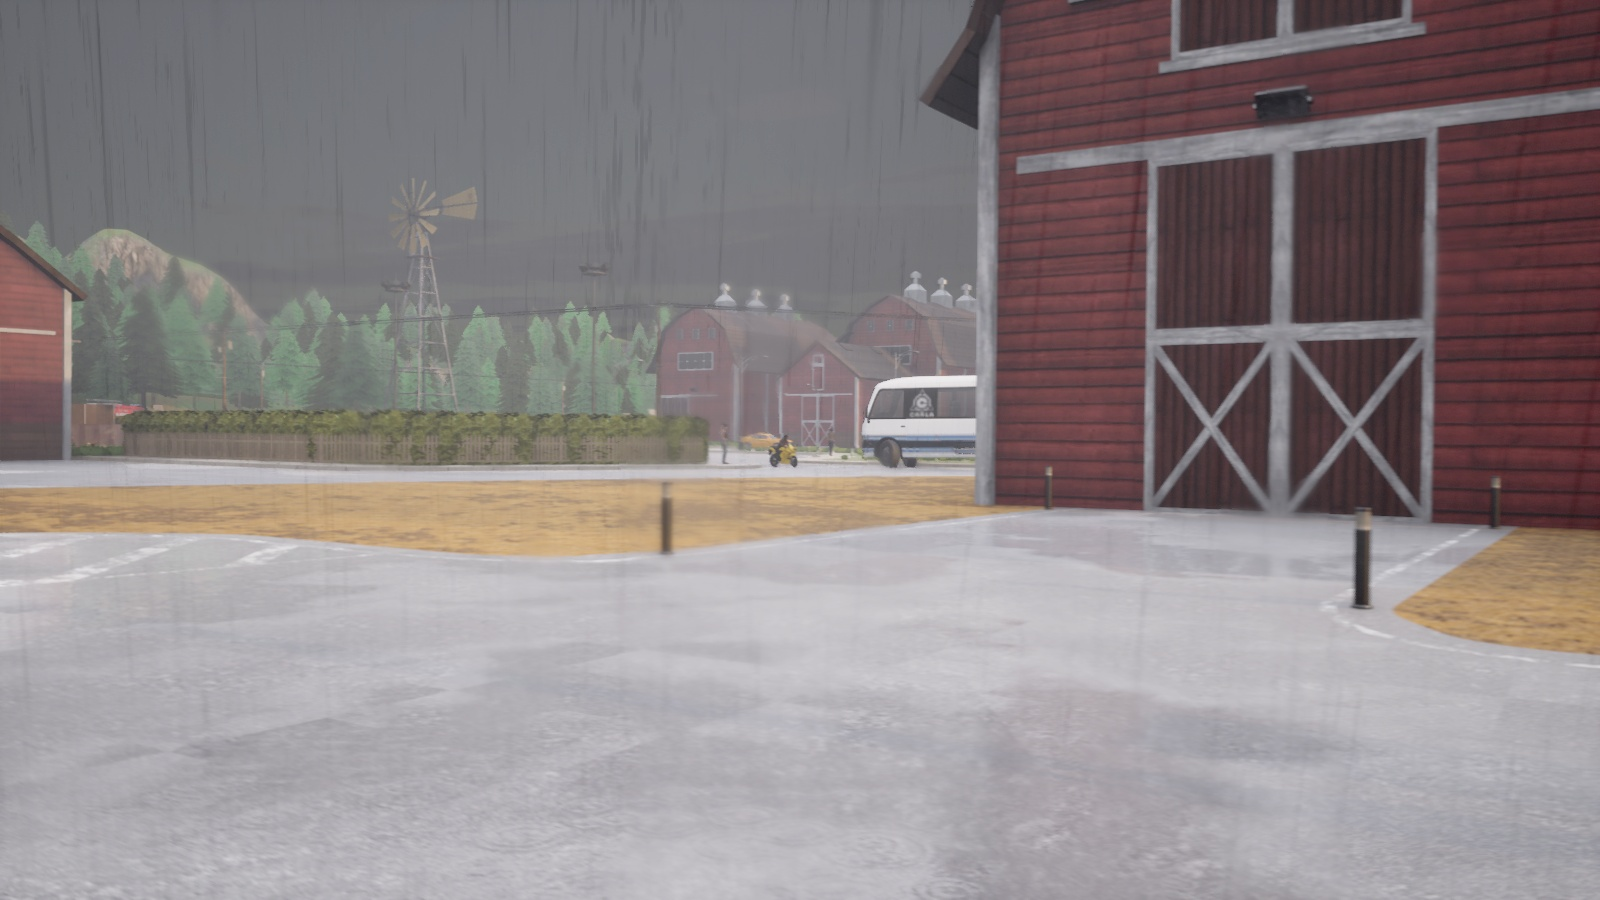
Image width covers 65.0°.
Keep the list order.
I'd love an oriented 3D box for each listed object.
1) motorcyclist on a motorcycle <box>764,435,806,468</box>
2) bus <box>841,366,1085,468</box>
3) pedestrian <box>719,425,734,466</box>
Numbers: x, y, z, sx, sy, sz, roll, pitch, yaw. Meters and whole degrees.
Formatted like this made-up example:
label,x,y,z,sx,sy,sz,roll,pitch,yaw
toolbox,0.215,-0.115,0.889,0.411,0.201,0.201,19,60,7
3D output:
label,x,y,z,sx,sy,sz,roll,pitch,yaw
motorcyclist on a motorcycle,-0.719,0.063,58.382,0.797,1.523,2.044,-1,1,-42
bus,7.416,-1.402,57.497,10.273,4.253,3.944,-1,1,25
pedestrian,-3.336,-0.218,56.755,0.594,1.836,0.345,0,1,11
